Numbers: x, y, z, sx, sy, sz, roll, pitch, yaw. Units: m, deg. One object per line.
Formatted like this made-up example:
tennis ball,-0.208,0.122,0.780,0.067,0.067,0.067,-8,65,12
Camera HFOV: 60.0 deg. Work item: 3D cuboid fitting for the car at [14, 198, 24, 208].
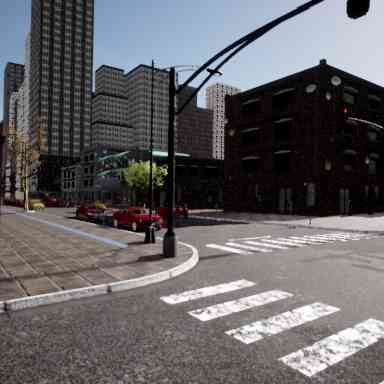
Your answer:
car,-29.165,2.012,57.752,1.887,1.381,4.507,1,-1,-35

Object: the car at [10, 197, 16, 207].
car,-32.155,2.081,62.038,1.947,1.339,4.313,1,-1,-35

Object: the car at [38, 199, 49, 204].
car,-38.073,2.403,85.113,1.752,1.417,4.829,1,-1,-35

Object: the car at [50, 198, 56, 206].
car,-28.460,2.306,71.372,1.802,1.307,4.206,1,-1,-35

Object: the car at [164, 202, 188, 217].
car,-2.179,1.761,34.036,1.967,1.590,4.097,1,-1,-35

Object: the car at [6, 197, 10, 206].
car,-35.327,2.131,66.572,1.947,1.339,4.313,1,-1,-35

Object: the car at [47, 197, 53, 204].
car,-34.803,2.140,80.442,2.192,1.841,5.009,1,-1,-35

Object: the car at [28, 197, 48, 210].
car,-22.767,1.891,48.515,1.752,1.417,4.829,1,-1,-35

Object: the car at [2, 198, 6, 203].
car,-38.498,1.930,71.108,2.192,1.841,5.009,1,-1,-35

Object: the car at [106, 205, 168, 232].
car,-3.466,1.615,20.806,1.887,1.381,4.507,1,-1,-35

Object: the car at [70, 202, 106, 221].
car,-8.627,1.730,28.181,1.802,1.307,4.206,1,-1,-35

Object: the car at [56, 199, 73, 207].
car,-25.288,2.114,66.840,1.967,1.590,4.097,1,-1,-35
